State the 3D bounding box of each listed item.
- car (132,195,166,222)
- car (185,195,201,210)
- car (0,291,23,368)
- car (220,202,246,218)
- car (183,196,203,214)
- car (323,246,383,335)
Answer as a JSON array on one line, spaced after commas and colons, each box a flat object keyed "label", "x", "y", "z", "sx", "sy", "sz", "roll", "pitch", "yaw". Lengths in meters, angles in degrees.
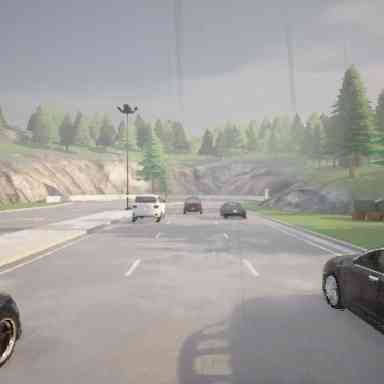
[{"label": "car", "x": -3.400, "y": 1.223, "z": 26.734, "sx": 2.150, "sy": 2.045, "sz": 5.566, "roll": 0, "pitch": 0, "yaw": 0}, {"label": "car", "x": 0.186, "y": 1.352, "z": 44.400, "sx": 2.097, "sy": 1.767, "sz": 4.553, "roll": 0, "pitch": 0, "yaw": 1}, {"label": "car", "x": -3.405, "y": 1.563, "z": 3.038, "sx": 1.994, "sy": 1.385, "sz": 4.181, "roll": 0, "pitch": 0, "yaw": 0}, {"label": "car", "x": 3.600, "y": 1.564, "z": 29.667, "sx": 1.994, "sy": 1.385, "sz": 4.181, "roll": 0, "pitch": 0, "yaw": 0}, {"label": "car", "x": 0.092, "y": 1.478, "z": 35.172, "sx": 1.882, "sy": 1.535, "sz": 5.008, "roll": 0, "pitch": 0, "yaw": 0}, {"label": "car", "x": 3.598, "y": 1.503, "z": 4.947, "sx": 1.837, "sy": 1.490, "sz": 4.892, "roll": 0, "pitch": 0, "yaw": 0}]
